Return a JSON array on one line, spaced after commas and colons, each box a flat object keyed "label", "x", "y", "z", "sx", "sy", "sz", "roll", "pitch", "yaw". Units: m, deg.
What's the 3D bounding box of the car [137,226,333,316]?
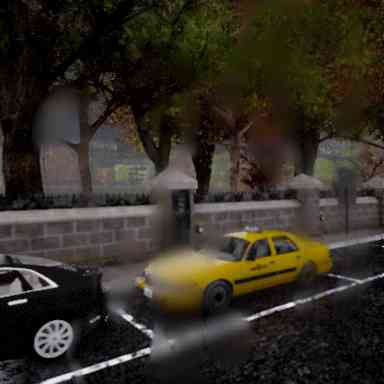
[{"label": "car", "x": 1.179, "y": 1.472, "z": 7.402, "sx": 4.829, "sy": 1.417, "sz": 1.752, "roll": -1, "pitch": 0, "yaw": -35}]

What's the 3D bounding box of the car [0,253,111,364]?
[{"label": "car", "x": -3.266, "y": 1.553, "z": 4.231, "sx": 4.403, "sy": 1.369, "sz": 2.008, "roll": -1, "pitch": 0, "yaw": -35}]
